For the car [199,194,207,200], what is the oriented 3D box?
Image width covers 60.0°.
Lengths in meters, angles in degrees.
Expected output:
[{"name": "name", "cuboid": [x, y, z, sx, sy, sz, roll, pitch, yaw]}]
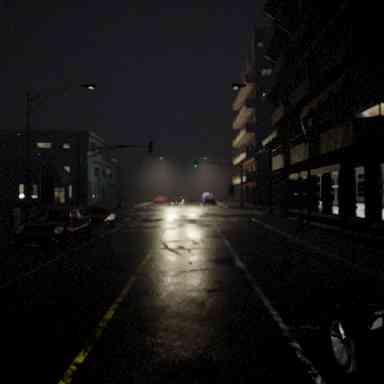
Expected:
[{"name": "car", "cuboid": [2.725, 1.211, 80.195, 1.752, 1.417, 4.829, 1, 0, 0]}]

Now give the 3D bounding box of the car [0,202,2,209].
[{"name": "car", "cuboid": [-25.187, 1.602, 40.001, 4.313, 1.339, 1.947, 0, 0, 1]}]

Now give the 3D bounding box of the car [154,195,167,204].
[{"name": "car", "cuboid": [-5.663, 1.368, 57.670, 1.802, 1.307, 4.206, 1, 0, 0]}]

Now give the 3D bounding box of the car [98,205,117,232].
[{"name": "car", "cuboid": [-5.641, 1.481, 19.606, 1.887, 1.381, 4.507, 1, 0, 0]}]

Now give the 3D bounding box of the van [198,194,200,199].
[{"name": "van", "cuboid": [2.724, 1.079, 68.864, 1.690, 1.788, 3.998, 1, 0, 0]}]

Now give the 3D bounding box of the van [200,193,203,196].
[{"name": "van", "cuboid": [2.721, 1.127, 57.701, 1.690, 1.788, 3.998, 1, 0, 0]}]

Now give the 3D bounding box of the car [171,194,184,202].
[{"name": "car", "cuboid": [-2.996, 1.230, 65.598, 1.882, 1.535, 5.008, 0, 0, 0]}]

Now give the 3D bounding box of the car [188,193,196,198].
[{"name": "car", "cuboid": [0.025, 0.999, 92.032, 2.033, 1.411, 5.357, 0, 0, 0]}]

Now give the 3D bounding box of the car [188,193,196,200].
[{"name": "car", "cuboid": [0.023, 1.210, 81.608, 2.033, 1.411, 5.357, 0, 0, 0]}]

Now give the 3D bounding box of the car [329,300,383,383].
[{"name": "car", "cuboid": [2.702, 1.557, 2.699, 1.947, 1.339, 4.313, 1, 0, 0]}]

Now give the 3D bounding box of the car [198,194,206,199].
[{"name": "car", "cuboid": [2.728, 1.197, 91.187, 1.947, 1.339, 4.313, 1, 0, 0]}]

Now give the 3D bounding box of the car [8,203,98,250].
[{"name": "car", "cuboid": [-5.641, 1.395, 13.960, 1.967, 1.590, 4.097, 1, 0, 0]}]

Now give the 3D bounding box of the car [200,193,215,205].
[{"name": "car", "cuboid": [2.717, 1.361, 52.123, 2.008, 1.369, 4.403, 1, 0, 0]}]

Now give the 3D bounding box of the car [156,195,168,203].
[{"name": "car", "cuboid": [-5.661, 1.307, 63.250, 1.887, 1.381, 4.507, 1, 0, 0]}]

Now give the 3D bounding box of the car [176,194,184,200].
[{"name": "car", "cuboid": [-2.977, 1.181, 81.083, 1.837, 1.490, 4.892, 0, 0, 0]}]

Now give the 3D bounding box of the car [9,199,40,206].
[{"name": "car", "cuboid": [-19.706, 1.562, 39.924, 4.403, 1.369, 2.008, 0, 0, 1]}]
